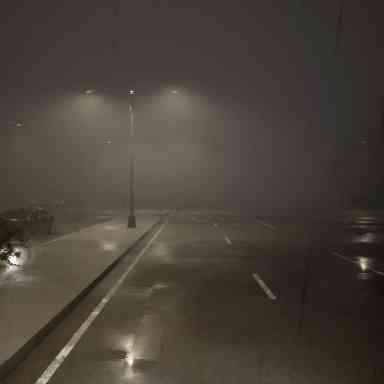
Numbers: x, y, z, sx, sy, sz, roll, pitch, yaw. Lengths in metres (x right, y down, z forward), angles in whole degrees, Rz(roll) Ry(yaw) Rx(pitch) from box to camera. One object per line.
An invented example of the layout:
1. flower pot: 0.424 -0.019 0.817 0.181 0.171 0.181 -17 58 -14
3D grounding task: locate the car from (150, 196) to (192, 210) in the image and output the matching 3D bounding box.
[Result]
1. car: -2.856 1.477 42.888 5.008 1.535 1.882 0 0 0

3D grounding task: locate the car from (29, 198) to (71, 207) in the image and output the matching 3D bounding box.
1. car: -18.644 1.525 42.853 4.674 1.442 1.812 0 0 0

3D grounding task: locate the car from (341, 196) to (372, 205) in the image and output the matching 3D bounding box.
1. car: 28.429 1.504 57.521 4.892 1.490 1.837 0 -1 -1

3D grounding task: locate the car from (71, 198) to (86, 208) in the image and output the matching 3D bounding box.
1. car: -16.979 1.564 46.346 4.181 1.385 1.994 0 0 0

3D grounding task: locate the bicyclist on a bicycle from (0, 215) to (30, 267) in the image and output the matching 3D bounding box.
1. bicyclist on a bicycle: -5.348 1.307 9.241 1.656 1.620 0.582 -2 0 -2

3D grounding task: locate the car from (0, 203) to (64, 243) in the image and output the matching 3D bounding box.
1. car: -8.201 1.504 16.090 1.837 1.490 4.892 0 0 0

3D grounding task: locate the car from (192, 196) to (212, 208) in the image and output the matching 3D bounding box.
1. car: 0.504 1.352 46.398 4.553 1.767 2.097 0 0 0

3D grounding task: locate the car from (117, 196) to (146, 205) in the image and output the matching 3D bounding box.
1. car: -10.411 1.492 57.071 4.902 1.511 2.128 0 0 0
